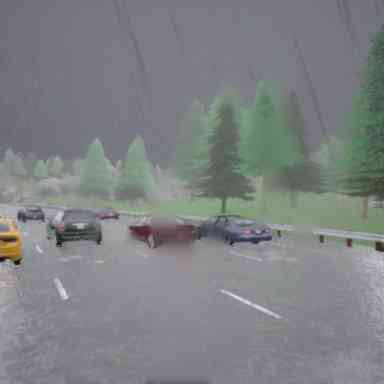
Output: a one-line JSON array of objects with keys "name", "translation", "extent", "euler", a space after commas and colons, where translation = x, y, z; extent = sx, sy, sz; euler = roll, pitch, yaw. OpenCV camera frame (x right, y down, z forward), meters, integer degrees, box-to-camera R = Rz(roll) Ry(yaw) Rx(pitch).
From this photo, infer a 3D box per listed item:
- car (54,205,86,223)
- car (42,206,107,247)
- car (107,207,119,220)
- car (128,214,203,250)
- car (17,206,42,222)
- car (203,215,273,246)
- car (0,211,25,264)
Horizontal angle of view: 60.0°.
[{"name": "car", "translation": [-12.263, 2.127, 33.228], "extent": [1.837, 1.490, 4.892], "euler": [1, -2, -35]}, {"name": "car", "translation": [-6.216, 1.678, 17.226], "extent": [2.097, 1.767, 4.553], "euler": [1, -1, -30]}, {"name": "car", "translation": [-9.280, 2.235, 35.051], "extent": [1.994, 1.385, 4.181], "euler": [1, -1, -35]}, {"name": "car", "translation": [-1.650, 1.803, 16.301], "extent": [1.882, 1.535, 5.008], "euler": [1, -1, -29]}, {"name": "car", "translation": [-15.278, 2.066, 31.442], "extent": [2.128, 1.511, 4.902], "euler": [1, -1, -35]}, {"name": "car", "translation": [1.797, 1.908, 17.370], "extent": [2.033, 1.411, 5.357], "euler": [1, -1, -29]}, {"name": "car", "translation": [-7.383, 1.698, 12.214], "extent": [1.882, 1.535, 5.008], "euler": [1, -1, -29]}]
